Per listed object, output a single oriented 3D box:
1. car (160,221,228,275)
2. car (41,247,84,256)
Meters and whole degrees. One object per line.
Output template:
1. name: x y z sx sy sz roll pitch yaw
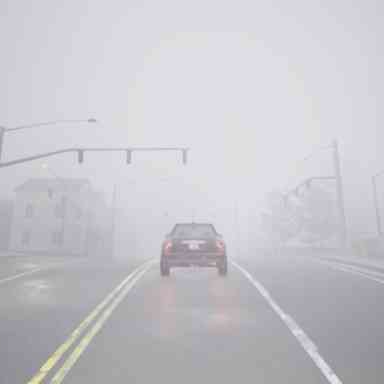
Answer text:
1. car: 0.069 1.897 12.113 2.097 1.767 4.553 0 -7 0
2. car: -13.008 6.273 33.140 4.181 1.385 1.994 -7 -13 3
